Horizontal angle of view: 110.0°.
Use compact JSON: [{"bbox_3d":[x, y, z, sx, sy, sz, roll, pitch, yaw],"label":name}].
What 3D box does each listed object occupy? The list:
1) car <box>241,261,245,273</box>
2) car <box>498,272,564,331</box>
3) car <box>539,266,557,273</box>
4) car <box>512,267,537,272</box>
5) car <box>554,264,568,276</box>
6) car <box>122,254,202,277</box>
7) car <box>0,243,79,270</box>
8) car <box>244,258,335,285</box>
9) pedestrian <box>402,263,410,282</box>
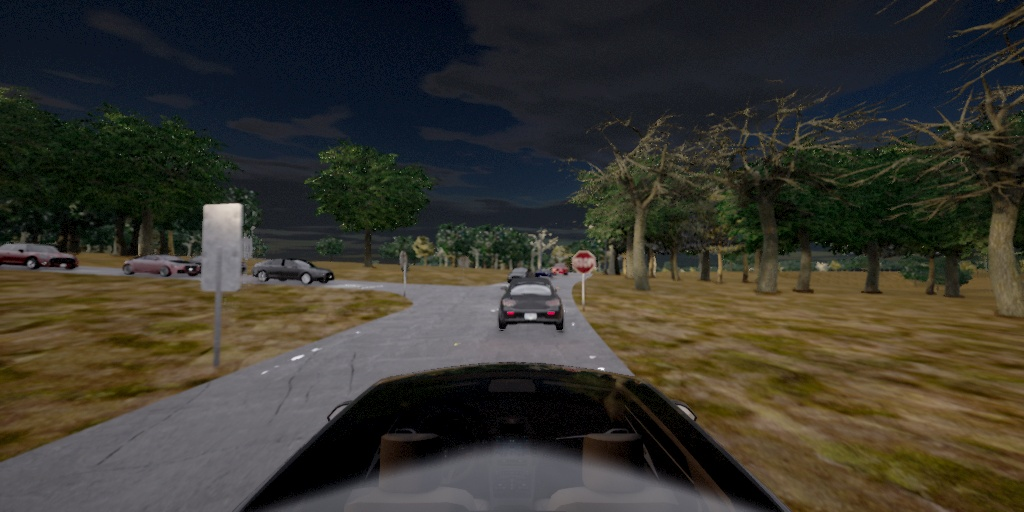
[{"bbox_3d":[-22.484,0.633,26.647,5.008,1.535,1.882,3,-2,7],"label":"car"},{"bbox_3d":[0.596,1.401,11.427,1.812,1.442,4.674,0,-1,3],"label":"car"},{"bbox_3d":[4.059,2.274,45.802,1.895,1.301,4.718,-1,-2,16],"label":"car"},{"bbox_3d":[0.919,1.854,34.244,1.837,1.490,4.892,0,-2,16],"label":"car"},{"bbox_3d":[8.015,2.298,59.995,2.150,2.045,5.566,0,-2,15],"label":"car"},{"bbox_3d":[-22.811,0.607,23.488,4.181,1.385,1.994,2,-2,6],"label":"car"},{"bbox_3d":[-32.609,-0.028,24.584,4.553,1.767,2.097,3,-2,7],"label":"car"},{"bbox_3d":[-13.616,0.941,22.461,4.892,1.490,1.837,2,-2,7],"label":"car"},{"bbox_3d":[-8.390,1.147,28.300,0.375,1.860,0.375,0,-5,6],"label":"pedestrian"}]
